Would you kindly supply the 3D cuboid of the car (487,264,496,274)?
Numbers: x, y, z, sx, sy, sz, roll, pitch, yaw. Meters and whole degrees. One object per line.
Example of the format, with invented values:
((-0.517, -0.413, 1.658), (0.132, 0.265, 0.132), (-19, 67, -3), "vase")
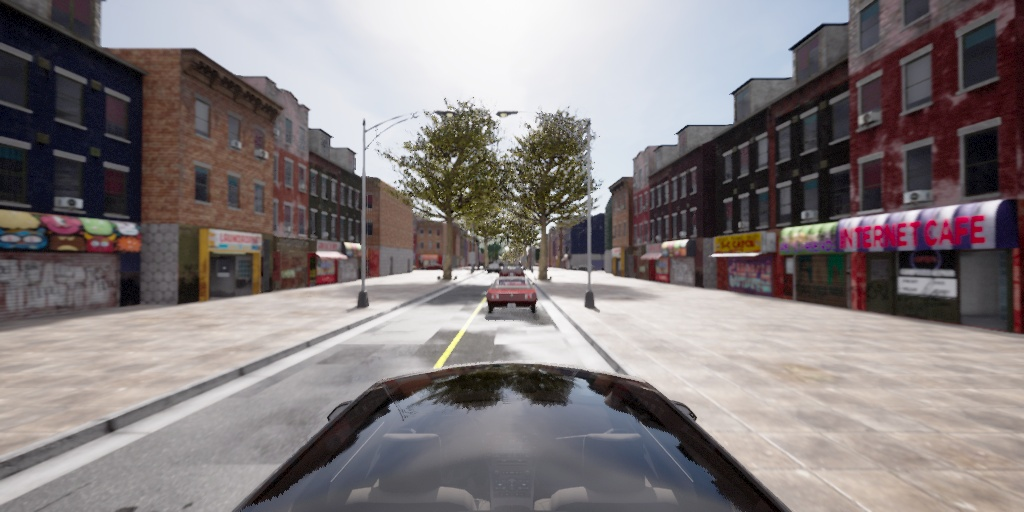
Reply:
((-2.811, 1.941, 55.677), (1.882, 1.535, 5.008), (0, -1, 0), "car")

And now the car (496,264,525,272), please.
((0.007, 1.469, 30.280), (2.097, 1.767, 4.553), (0, -1, 1), "car")

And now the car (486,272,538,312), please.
((0.012, 1.519, 15.107), (1.895, 1.301, 4.718), (0, -1, 1), "car")
